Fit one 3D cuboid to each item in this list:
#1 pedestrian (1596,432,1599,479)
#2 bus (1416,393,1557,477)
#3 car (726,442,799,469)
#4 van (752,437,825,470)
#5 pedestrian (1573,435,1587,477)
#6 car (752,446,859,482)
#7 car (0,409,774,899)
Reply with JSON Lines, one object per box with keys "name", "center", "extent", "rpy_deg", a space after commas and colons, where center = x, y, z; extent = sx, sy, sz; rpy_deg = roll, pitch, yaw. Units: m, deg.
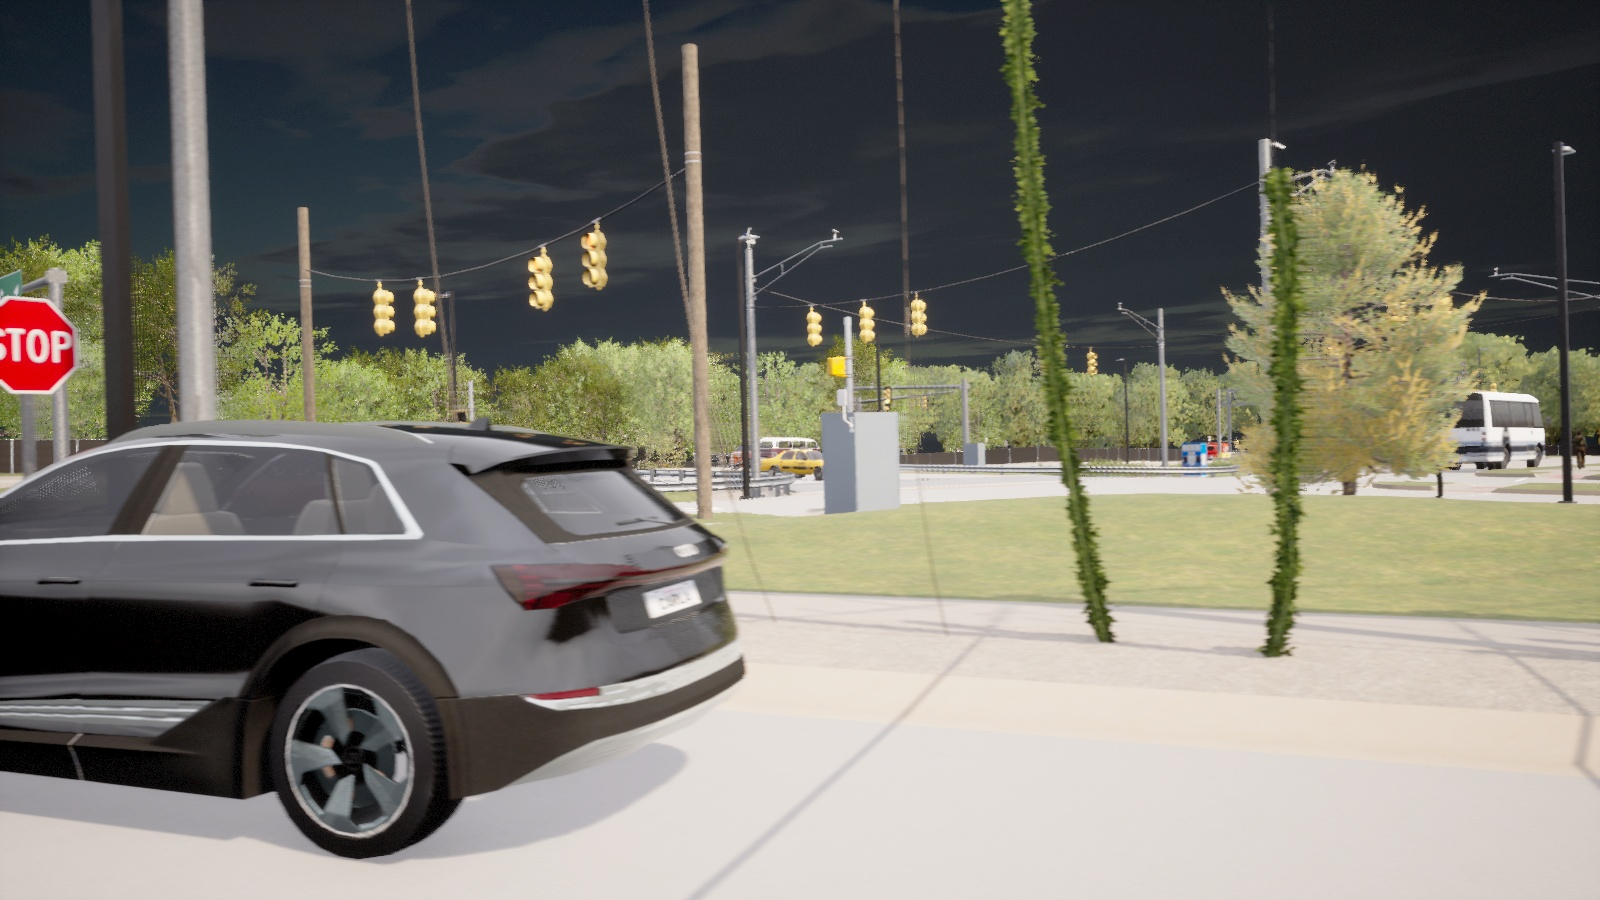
{"name": "pedestrian", "center": [33.664, 0.226, 52.062], "extent": [0.659, 1.952, 0.873], "rpy_deg": [-2, 0, -17]}
{"name": "bus", "center": [37.575, -0.740, 68.478], "extent": [10.273, 4.253, 3.944], "rpy_deg": [0, -1, -45]}
{"name": "car", "center": [-2.446, 0.381, 82.264], "extent": [2.097, 1.767, 4.553], "rpy_deg": [-1, -1, 45]}
{"name": "van", "center": [-0.704, 0.208, 79.027], "extent": [2.069, 2.038, 4.480], "rpy_deg": [0, 0, 45]}
{"name": "pedestrian", "center": [36.150, 0.257, 58.208], "extent": [0.395, 1.930, 0.692], "rpy_deg": [-1, 0, 42]}
{"name": "car", "center": [0.218, 0.615, 59.820], "extent": [5.366, 1.575, 1.801], "rpy_deg": [1, 1, 45]}
{"name": "car", "center": [-2.758, 0.649, 5.949], "extent": [4.856, 1.649, 2.033], "rpy_deg": [1, 1, 19]}
